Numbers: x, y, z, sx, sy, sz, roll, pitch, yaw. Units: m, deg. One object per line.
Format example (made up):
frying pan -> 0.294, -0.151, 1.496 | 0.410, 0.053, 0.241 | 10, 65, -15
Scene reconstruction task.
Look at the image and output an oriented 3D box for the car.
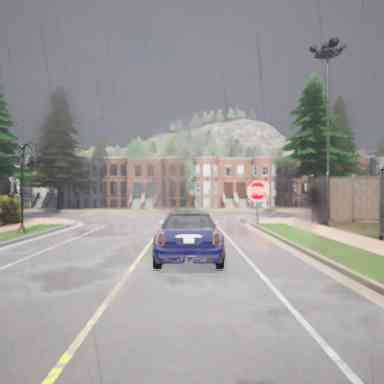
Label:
car -> -0.105, 1.360, 11.282 | 2.097, 1.767, 4.553 | 0, 0, 0
